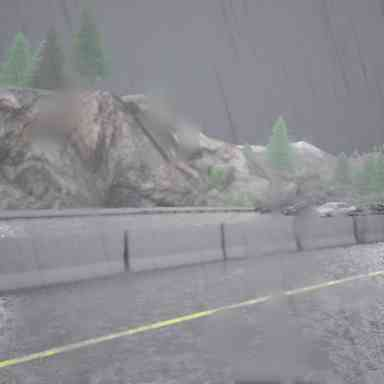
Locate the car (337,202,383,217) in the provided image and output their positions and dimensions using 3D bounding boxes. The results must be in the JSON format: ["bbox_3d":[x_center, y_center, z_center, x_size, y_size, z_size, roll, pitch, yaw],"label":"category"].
[{"bbox_3d":[12.662,1.594,23.348,4.181,1.385,1.994,0,0,-26],"label":"car"}]

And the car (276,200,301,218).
[{"bbox_3d":[10.307,1.516,29.990,4.892,1.490,1.837,0,0,-26],"label":"car"}]

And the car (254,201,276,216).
[{"bbox_3d":[8.804,1.548,33.193,5.357,1.411,2.033,0,0,-26],"label":"car"}]

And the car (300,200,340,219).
[{"bbox_3d":[11.287,1.545,26.587,4.674,1.442,1.812,0,0,-26],"label":"car"}]
